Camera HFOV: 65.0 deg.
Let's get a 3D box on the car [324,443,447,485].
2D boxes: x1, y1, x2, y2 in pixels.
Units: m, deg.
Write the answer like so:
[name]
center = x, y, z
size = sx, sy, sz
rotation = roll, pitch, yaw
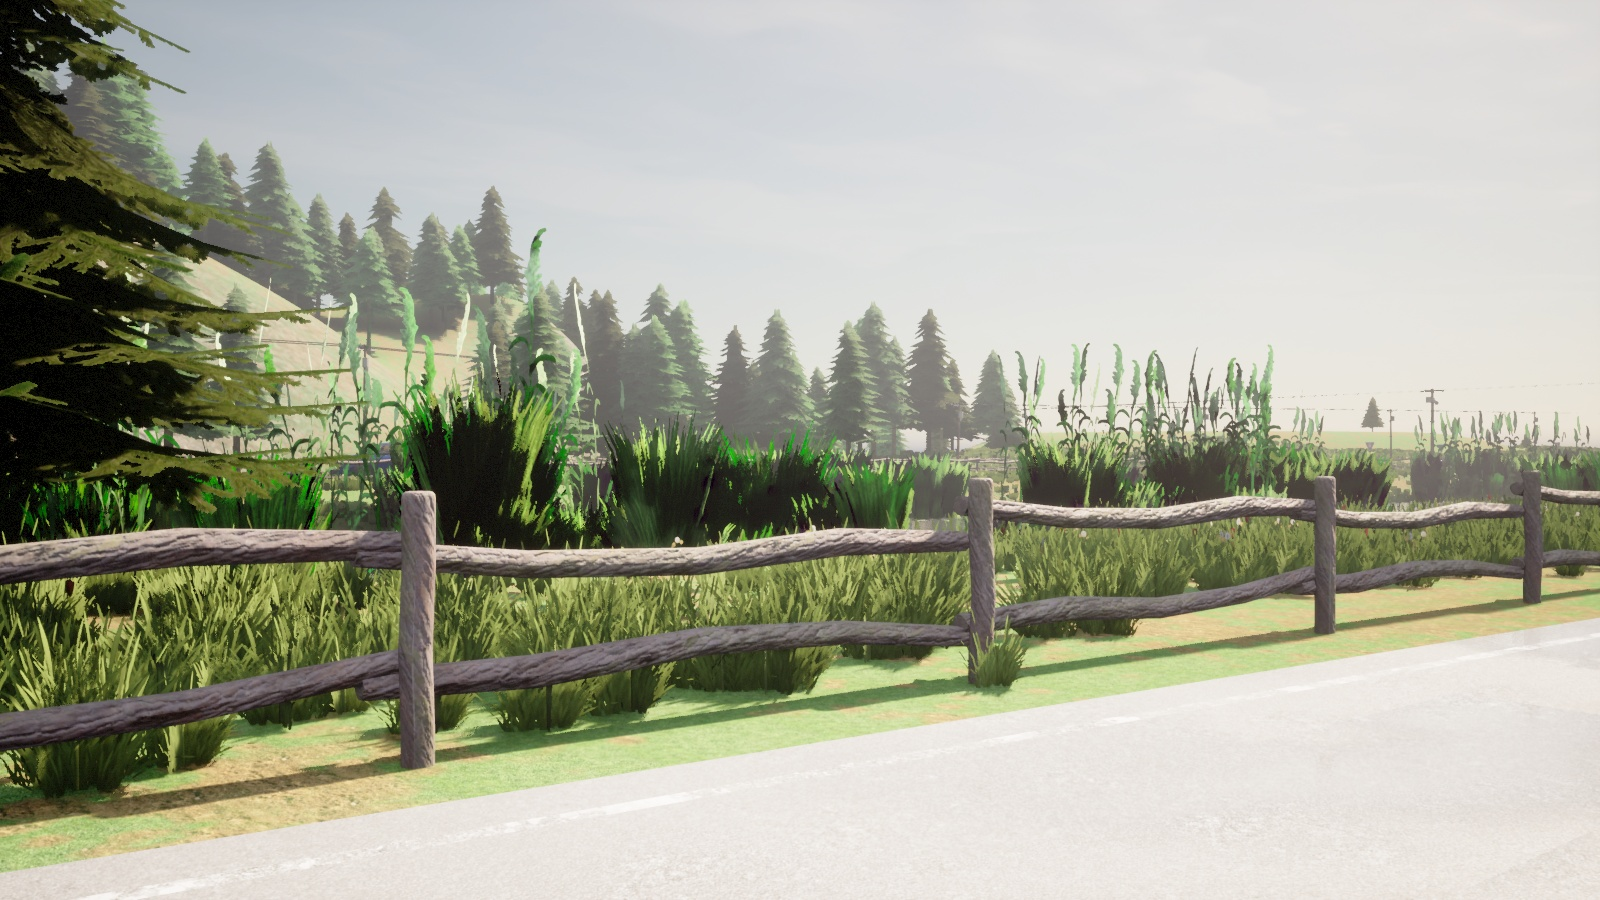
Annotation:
[car]
center = -21.045, 0.699, 63.876
size = 5.566, 2.045, 2.150
rotation = 0, 0, -43
